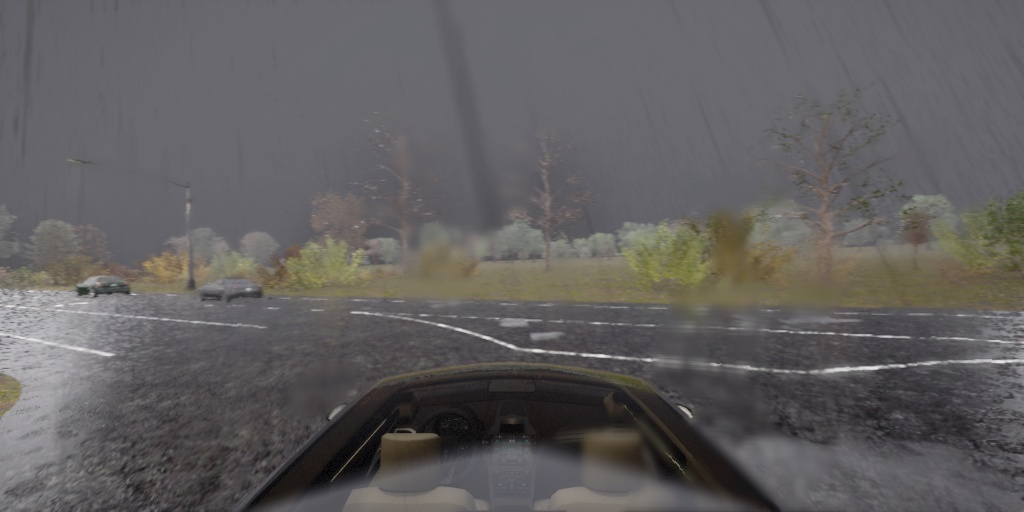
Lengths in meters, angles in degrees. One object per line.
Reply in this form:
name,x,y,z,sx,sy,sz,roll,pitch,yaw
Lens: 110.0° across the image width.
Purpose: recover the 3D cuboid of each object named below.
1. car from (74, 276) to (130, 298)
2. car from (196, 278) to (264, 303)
car,-33.738,2.425,29.510,4.553,1.767,2.097,-2,0,25
car,-17.126,2.039,21.770,4.181,1.385,1.994,-2,0,25
